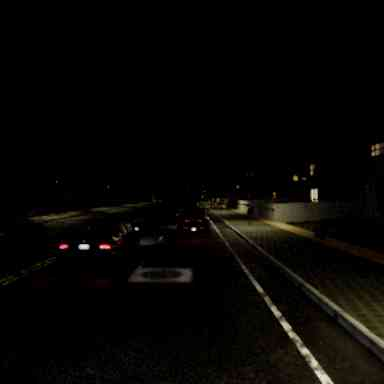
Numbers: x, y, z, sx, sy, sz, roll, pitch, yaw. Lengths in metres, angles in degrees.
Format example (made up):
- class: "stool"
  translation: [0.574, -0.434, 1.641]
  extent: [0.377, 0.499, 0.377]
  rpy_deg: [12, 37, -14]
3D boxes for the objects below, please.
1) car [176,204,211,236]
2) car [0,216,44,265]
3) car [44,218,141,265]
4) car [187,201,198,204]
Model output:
- class: "car"
  translation: [0.098, 1.714, 19.926]
  extent: [1.837, 1.490, 4.892]
  rpy_deg: [0, 0, 0]
- class: "car"
  translation: [-6.595, 1.607, 11.124]
  extent: [2.128, 1.511, 4.902]
  rpy_deg: [0, -1, 0]
- class: "car"
  translation: [-3.152, 1.674, 12.210]
  extent: [2.033, 1.411, 5.357]
  rpy_deg: [0, -1, 0]
- class: "car"
  translation: [0.094, 1.980, 44.205]
  extent: [1.837, 1.490, 4.892]
  rpy_deg: [0, 0, 0]
